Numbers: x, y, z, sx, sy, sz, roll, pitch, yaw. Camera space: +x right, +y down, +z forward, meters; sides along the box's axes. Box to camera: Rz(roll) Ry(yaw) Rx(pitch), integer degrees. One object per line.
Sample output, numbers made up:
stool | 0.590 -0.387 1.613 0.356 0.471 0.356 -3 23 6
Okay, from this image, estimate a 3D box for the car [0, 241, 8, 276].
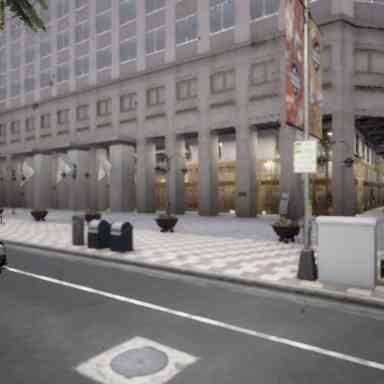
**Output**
car | -6.781 1.530 8.808 4.902 1.511 2.128 0 0 36
